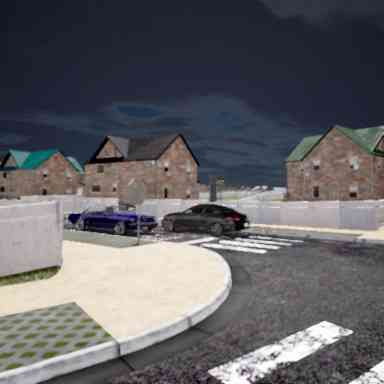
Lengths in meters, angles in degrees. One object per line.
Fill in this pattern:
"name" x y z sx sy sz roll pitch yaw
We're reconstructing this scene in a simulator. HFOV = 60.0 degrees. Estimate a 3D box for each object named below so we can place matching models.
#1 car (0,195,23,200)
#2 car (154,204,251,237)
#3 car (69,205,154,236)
"car" -12.455 1.021 22.663 4.553 1.767 2.097 0 -1 37
"car" 0.620 1.318 16.377 4.674 1.442 1.812 0 -1 37
"car" -3.875 1.307 16.278 4.718 1.301 1.895 0 -1 37
